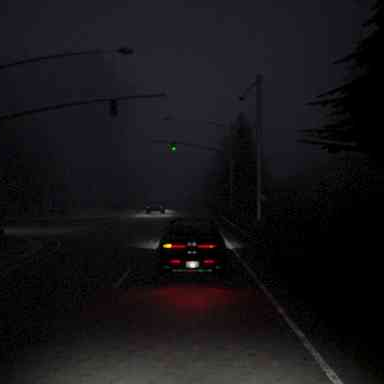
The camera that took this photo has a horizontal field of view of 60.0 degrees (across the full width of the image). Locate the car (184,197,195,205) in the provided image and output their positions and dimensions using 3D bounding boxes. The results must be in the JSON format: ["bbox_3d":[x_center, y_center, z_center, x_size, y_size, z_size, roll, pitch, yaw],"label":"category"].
[{"bbox_3d":[-0.513,1.583,61.632,1.882,1.535,5.008,0,0,-1],"label":"car"}]

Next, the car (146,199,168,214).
[{"bbox_3d":[-3.941,1.590,36.800,1.812,1.442,4.674,0,0,-1],"label":"car"}]

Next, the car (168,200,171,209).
[{"bbox_3d":[-4.051,1.682,46.644,1.895,1.301,4.718,0,0,0],"label":"car"}]

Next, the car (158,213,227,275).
[{"bbox_3d":[-0.007,1.523,10.535,1.837,1.490,4.892,0,0,0],"label":"car"}]
